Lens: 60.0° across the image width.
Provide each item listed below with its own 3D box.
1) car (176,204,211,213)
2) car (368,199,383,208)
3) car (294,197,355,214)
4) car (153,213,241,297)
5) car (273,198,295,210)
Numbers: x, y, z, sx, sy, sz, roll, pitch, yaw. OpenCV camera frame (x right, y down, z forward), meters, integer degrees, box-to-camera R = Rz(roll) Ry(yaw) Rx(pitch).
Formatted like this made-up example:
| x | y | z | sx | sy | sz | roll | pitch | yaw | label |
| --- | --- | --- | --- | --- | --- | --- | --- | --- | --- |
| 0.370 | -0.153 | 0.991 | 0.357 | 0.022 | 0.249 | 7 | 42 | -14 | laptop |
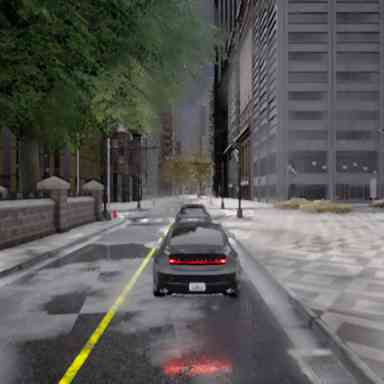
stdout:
| x | y | z | sx | sy | sz | roll | pitch | yaw | label |
| --- | --- | --- | --- | --- | --- | --- | --- | --- | --- |
| 0.070 | 1.443 | 18.705 | 2.033 | 1.649 | 4.856 | 0 | 0 | 0 | car |
| 23.386 | 1.149 | 39.132 | 4.829 | 1.417 | 1.752 | -1 | 1 | 0 | car |
| 12.360 | 1.346 | 30.652 | 4.829 | 1.417 | 1.752 | -1 | 1 | 0 | car |
| 0.100 | 1.509 | 8.575 | 1.837 | 1.490 | 4.892 | 0 | 0 | 0 | car |
| 12.045 | 1.334 | 39.178 | 4.829 | 1.417 | 1.752 | -1 | 1 | 0 | car |
